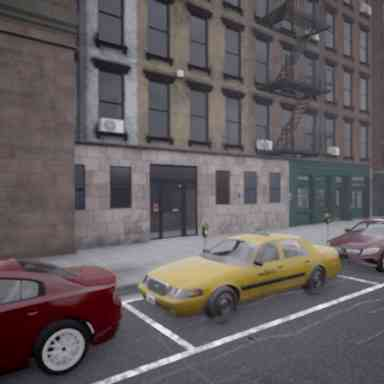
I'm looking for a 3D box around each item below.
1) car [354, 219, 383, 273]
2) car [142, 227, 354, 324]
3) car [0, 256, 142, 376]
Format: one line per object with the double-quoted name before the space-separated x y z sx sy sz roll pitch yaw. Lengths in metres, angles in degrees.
"car" 5.890 1.518 10.391 4.206 1.307 1.802 0 0 -36
"car" 1.259 1.495 7.087 4.829 1.417 1.752 0 0 -36
"car" -3.094 1.547 3.981 4.507 1.381 1.887 0 0 -36
